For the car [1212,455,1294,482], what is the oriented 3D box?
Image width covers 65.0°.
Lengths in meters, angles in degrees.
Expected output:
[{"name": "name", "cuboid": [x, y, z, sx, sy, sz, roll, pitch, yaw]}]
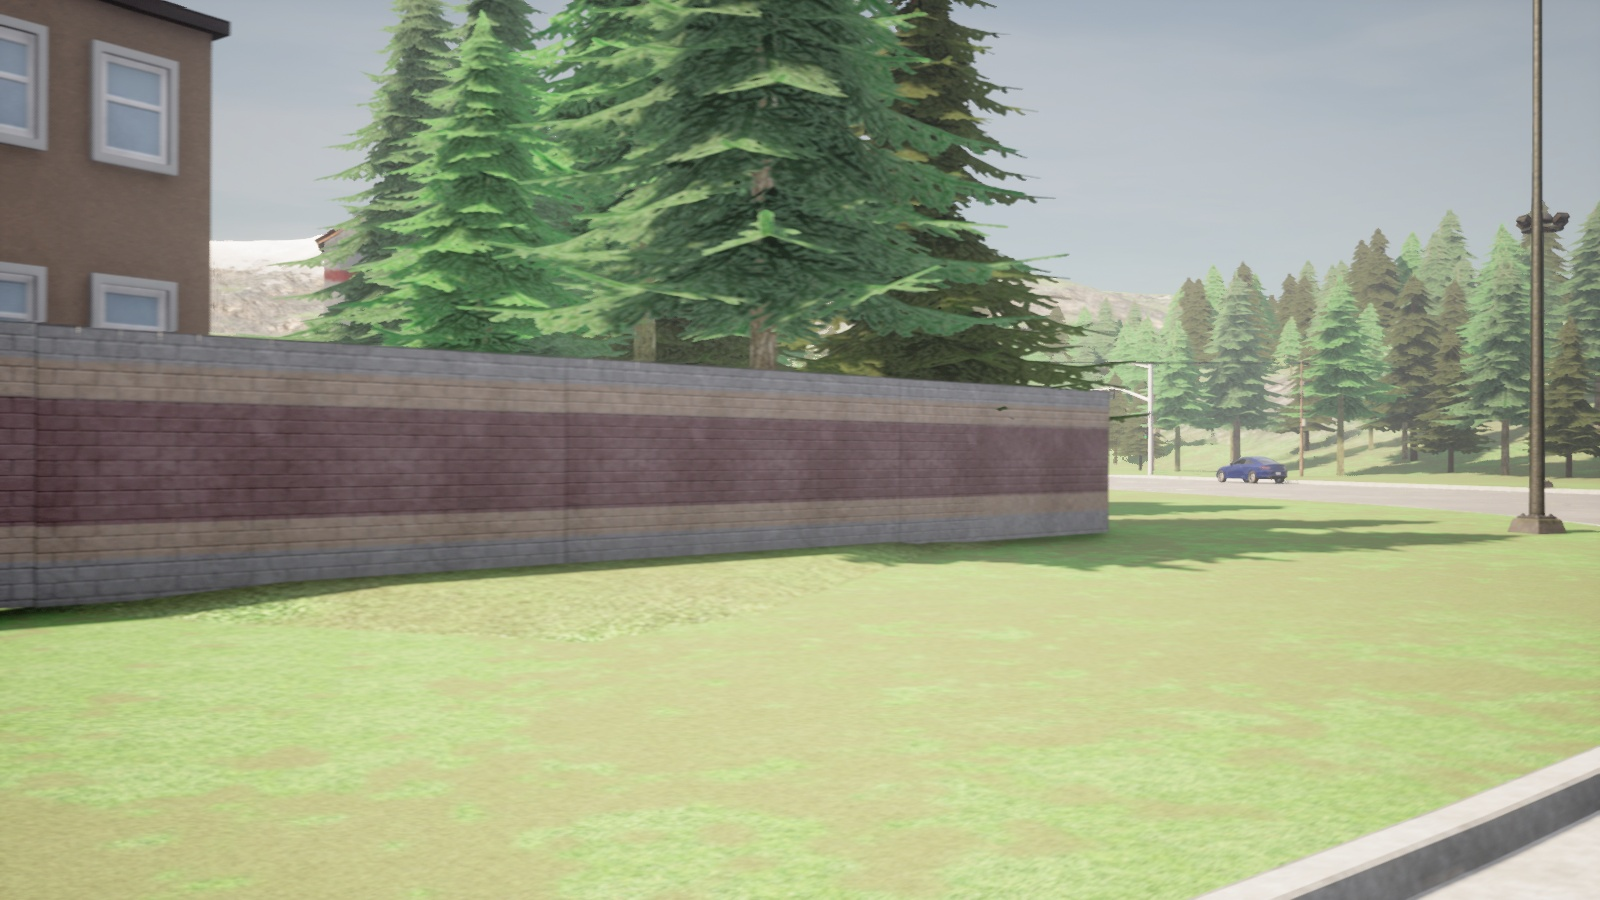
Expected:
[{"name": "car", "cuboid": [24.524, 0.983, 68.171, 1.812, 1.442, 4.674, 0, 0, -15]}]
